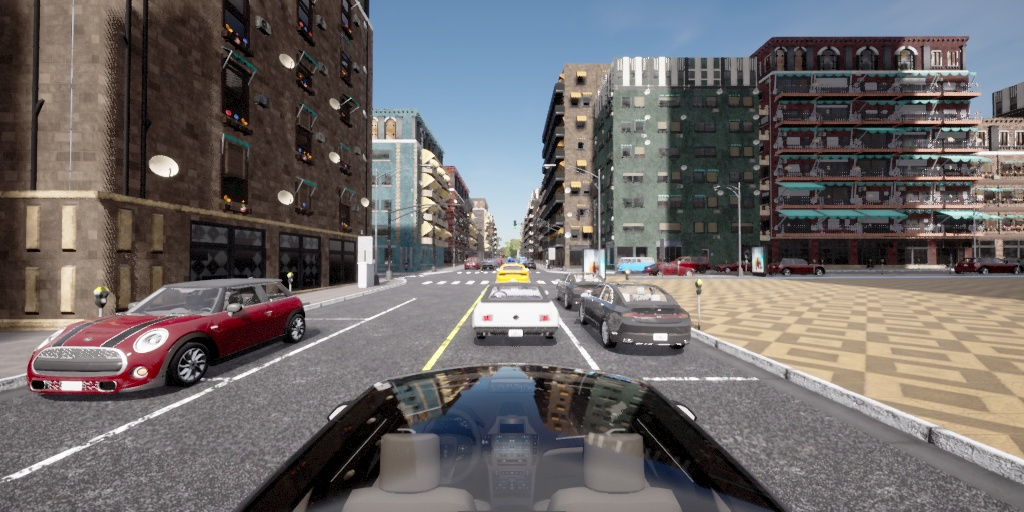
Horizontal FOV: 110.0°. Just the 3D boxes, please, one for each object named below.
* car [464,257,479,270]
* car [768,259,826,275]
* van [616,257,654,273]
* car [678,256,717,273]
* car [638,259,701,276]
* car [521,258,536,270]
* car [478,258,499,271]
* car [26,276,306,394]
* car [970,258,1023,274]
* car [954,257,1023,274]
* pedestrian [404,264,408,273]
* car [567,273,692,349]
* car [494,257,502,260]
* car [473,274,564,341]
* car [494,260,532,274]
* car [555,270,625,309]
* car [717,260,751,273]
[{"bbox_3d":[-5.791,1.084,52.770,2.192,1.841,5.009,0,0,0],"label":"car"},{"bbox_3d":[24.705,0.936,31.145,4.097,1.591,1.967,0,0,0],"label":"car"},{"bbox_3d":[13.695,1.046,39.583,3.998,1.789,1.690,0,0,0],"label":"van"},{"bbox_3d":[19.223,0.978,39.554,5.009,1.841,2.192,0,0,0],"label":"car"},{"bbox_3d":[13.650,1.163,31.202,4.207,1.307,1.802,0,0,0],"label":"car"},{"bbox_3d":[2.590,1.335,52.747,1.948,1.339,4.313,0,0,0],"label":"car"},{"bbox_3d":[-3.213,1.369,50.439,1.895,1.301,4.718,0,0,1],"label":"car"},{"bbox_3d":[-5.829,1.191,6.731,1.967,1.591,4.097,0,0,0],"label":"car"},{"bbox_3d":[46.933,0.917,33.634,5.357,1.411,2.033,0,-1,0],"label":"car"},{"bbox_3d":[41.286,0.812,31.059,4.097,1.591,1.967,0,0,0],"label":"car"},{"bbox_3d":[-12.610,1.098,42.681,0.375,1.860,0.375,0,0,0],"label":"pedestrian"},{"bbox_3d":[2.807,1.303,8.984,2.007,1.370,4.403,0,0,0],"label":"car"},{"bbox_3d":[-3.200,1.320,60.132,2.033,1.411,5.357,0,0,0],"label":"car"},{"bbox_3d":[0.082,1.353,9.885,1.895,1.301,4.718,0,0,0],"label":"car"},{"bbox_3d":[0.054,1.235,22.839,1.882,1.535,5.008,0,0,0],"label":"car"},{"bbox_3d":[2.795,1.304,14.554,2.007,1.370,4.403,0,0,0],"label":"car"},{"bbox_3d":[24.751,1.166,39.525,4.507,1.381,1.888,0,0,0],"label":"car"}]
